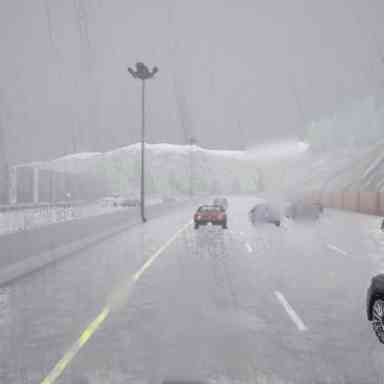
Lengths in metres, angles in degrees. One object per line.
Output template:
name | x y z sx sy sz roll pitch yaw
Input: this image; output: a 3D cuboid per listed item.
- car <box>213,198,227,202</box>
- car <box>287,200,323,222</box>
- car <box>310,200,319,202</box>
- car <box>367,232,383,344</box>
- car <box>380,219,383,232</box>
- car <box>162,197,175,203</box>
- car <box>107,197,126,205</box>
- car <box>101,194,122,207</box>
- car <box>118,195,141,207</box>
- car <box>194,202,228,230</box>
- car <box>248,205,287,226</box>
car | 3.657 1.519 43.030 2.033 1.411 5.357 0 0 7
car | 9.021 1.653 27.632 2.033 1.411 5.357 0 0 6
car | 13.815 1.645 38.656 2.128 1.511 4.902 0 0 7
car | 3.697 1.515 3.437 2.128 1.511 4.902 0 0 1
car | 11.559 1.653 17.170 1.994 1.385 4.181 0 0 5
car | -4.448 1.710 63.232 2.033 1.411 5.357 0 0 7
car | -14.754 1.653 65.452 2.033 1.411 5.357 0 0 6
car | -12.684 1.307 53.717 2.150 2.045 5.566 0 0 8
car | -9.406 1.662 51.840 1.994 1.385 4.181 0 0 7
car | 1.250 1.509 21.243 1.895 1.301 4.718 0 0 6
car | 5.142 1.629 24.010 2.033 1.411 5.357 0 0 6
